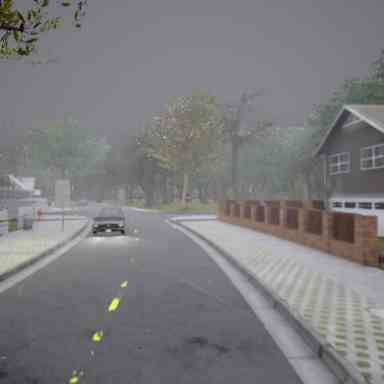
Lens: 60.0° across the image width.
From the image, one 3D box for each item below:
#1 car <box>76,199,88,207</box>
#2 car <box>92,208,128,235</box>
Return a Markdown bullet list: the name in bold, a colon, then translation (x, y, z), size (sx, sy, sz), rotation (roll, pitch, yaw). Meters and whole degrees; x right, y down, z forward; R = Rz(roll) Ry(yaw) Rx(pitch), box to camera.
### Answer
- **car**: translation (-20.513, 2.026, 62.046), size (1.812, 1.442, 4.674), rotation (0, 0, -24)
- **car**: translation (-4.963, 1.719, 20.414), size (2.033, 1.411, 5.357), rotation (0, 0, -11)
